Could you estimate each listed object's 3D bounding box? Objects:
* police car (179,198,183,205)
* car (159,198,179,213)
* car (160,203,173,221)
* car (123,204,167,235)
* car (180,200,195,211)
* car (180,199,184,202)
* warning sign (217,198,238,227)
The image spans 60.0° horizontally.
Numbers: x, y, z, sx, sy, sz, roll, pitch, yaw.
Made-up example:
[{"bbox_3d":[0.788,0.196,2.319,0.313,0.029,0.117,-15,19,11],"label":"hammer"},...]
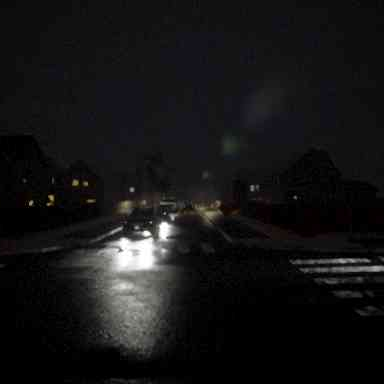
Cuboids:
[{"bbox_3d":[-1.833,2.940,93.147,1.930,1.638,5.238,0,-1,-6],"label":"police car"},{"bbox_3d":[-3.291,1.818,45.903,2.150,2.045,5.566,0,-1,-1],"label":"car"},{"bbox_3d":[-3.099,1.973,31.024,1.895,1.301,4.718,0,-1,-1],"label":"car"},{"bbox_3d":[-2.997,1.731,20.714,2.128,1.511,4.902,0,-1,1],"label":"car"},{"bbox_3d":[-0.502,2.309,52.653,1.895,1.301,4.718,0,-1,0],"label":"car"},{"bbox_3d":[-0.712,2.450,62.476,1.994,1.385,4.181,0,-1,-2],"label":"car"},{"bbox_3d":[2.411,1.379,22.863,1.300,1.860,1.060,2,1,-1],"label":"warning sign"}]
